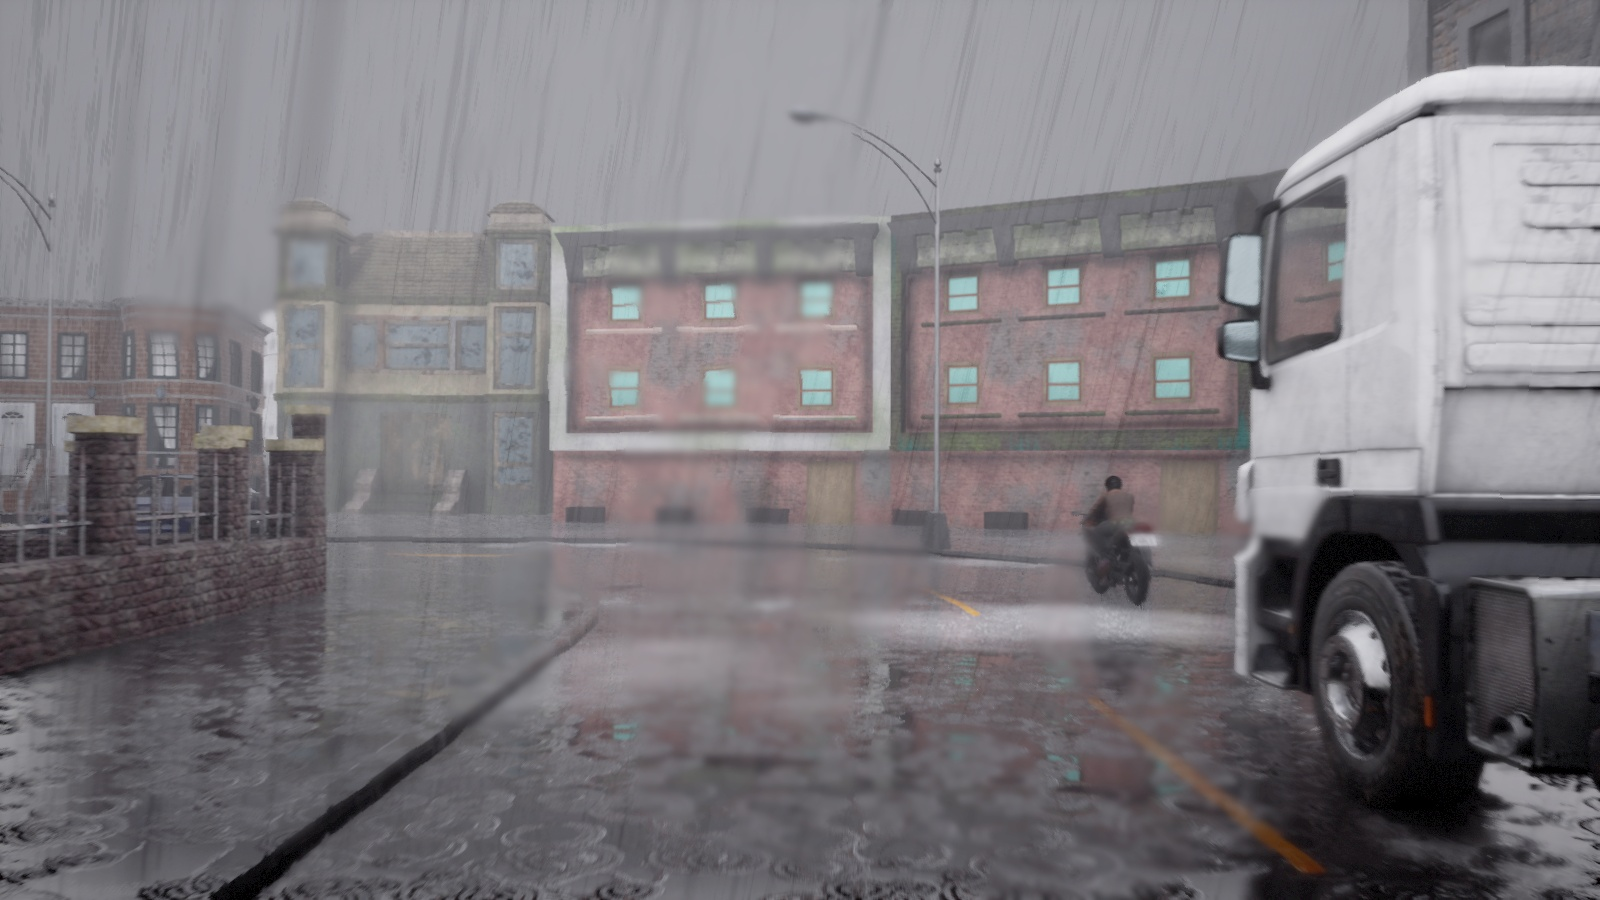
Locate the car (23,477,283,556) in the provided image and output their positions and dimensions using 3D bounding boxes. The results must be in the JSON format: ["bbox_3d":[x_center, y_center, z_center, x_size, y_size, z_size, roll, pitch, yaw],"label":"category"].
[{"bbox_3d":[-12.720,1.295,24.870,4.193,1.474,1.816,0,-1,0],"label":"car"}]

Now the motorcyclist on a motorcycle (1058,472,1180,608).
[{"bbox_3d":[3.836,1.039,15.291,0.797,1.523,2.044,-1,-1,-5],"label":"motorcyclist on a motorcycle"}]

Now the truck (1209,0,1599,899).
[{"bbox_3d":[3.985,-0.121,3.746,2.891,3.462,7.936,0,-1,0],"label":"truck"}]
